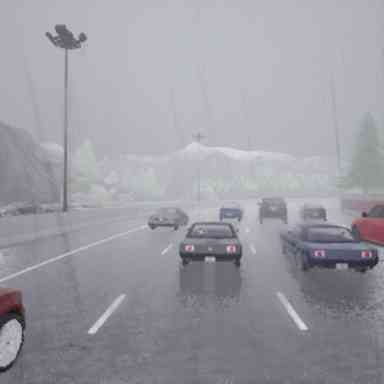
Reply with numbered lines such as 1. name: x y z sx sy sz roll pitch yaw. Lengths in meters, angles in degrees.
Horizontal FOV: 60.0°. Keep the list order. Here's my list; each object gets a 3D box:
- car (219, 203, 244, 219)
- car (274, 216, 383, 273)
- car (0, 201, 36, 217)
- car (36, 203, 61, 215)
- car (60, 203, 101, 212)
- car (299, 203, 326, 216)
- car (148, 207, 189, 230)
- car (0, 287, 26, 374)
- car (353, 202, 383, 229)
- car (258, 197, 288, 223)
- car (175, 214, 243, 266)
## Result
1. car: 3.611 1.715 29.803 1.882 1.535 5.008 0 0 12
2. car: 4.170 1.700 11.037 1.895 1.301 4.718 0 0 5
3. car: -17.231 1.683 33.576 2.128 1.511 4.902 0 0 13
4. car: -13.487 1.774 34.260 1.994 1.385 4.181 0 0 13
5. car: -10.357 1.808 32.412 1.895 1.301 4.718 0 0 13
6. car: 10.868 1.743 30.093 1.882 1.535 5.008 0 0 13
7. car: -1.447 1.712 22.380 2.033 1.411 5.357 0 0 10
8. car: -3.272 1.487 2.638 1.882 1.535 5.008 0 0 1
9. car: 7.793 1.342 12.183 2.150 2.045 5.566 0 0 6
10. car: 6.682 1.454 27.612 2.150 2.045 5.566 0 0 12
11. car: 0.738 1.694 11.890 1.895 1.301 4.718 0 0 5
